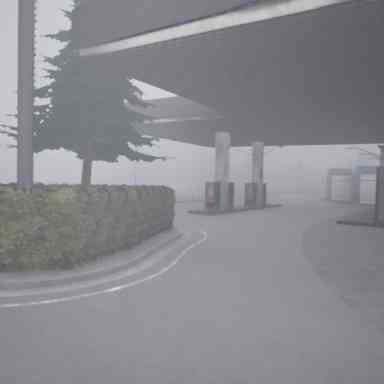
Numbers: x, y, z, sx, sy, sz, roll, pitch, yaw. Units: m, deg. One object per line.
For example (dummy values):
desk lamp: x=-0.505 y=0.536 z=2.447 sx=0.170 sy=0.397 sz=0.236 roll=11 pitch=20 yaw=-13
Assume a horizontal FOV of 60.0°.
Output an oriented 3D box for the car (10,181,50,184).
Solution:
car: x=-17.276 y=-0.151 z=35.226 sx=3.866 sy=1.878 sz=1.905 roll=2 pitch=2 yaw=35

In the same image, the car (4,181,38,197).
car: x=-21.812 y=-0.431 z=42.441 sx=4.605 sy=1.855 sz=1.932 roll=2 pitch=2 yaw=35

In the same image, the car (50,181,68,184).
car: x=-26.837 y=-1.207 z=65.467 sx=3.866 sy=1.878 sz=1.905 roll=2 pitch=2 yaw=35

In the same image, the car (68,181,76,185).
car: x=-25.501 y=-1.231 z=68.080 sx=4.605 sy=1.855 sz=1.932 roll=2 pitch=2 yaw=35
